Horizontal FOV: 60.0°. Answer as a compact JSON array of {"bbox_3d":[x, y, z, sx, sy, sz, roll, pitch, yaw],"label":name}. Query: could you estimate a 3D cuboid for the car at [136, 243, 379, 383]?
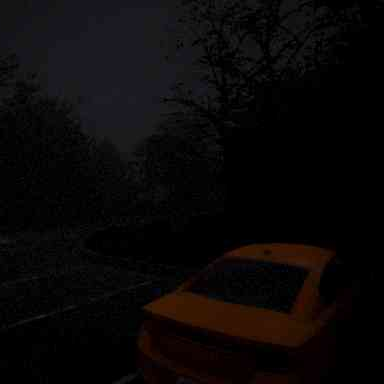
[{"bbox_3d":[1.406,1.484,4.805,2.097,1.535,5.008,0,0,36],"label":"car"}]
